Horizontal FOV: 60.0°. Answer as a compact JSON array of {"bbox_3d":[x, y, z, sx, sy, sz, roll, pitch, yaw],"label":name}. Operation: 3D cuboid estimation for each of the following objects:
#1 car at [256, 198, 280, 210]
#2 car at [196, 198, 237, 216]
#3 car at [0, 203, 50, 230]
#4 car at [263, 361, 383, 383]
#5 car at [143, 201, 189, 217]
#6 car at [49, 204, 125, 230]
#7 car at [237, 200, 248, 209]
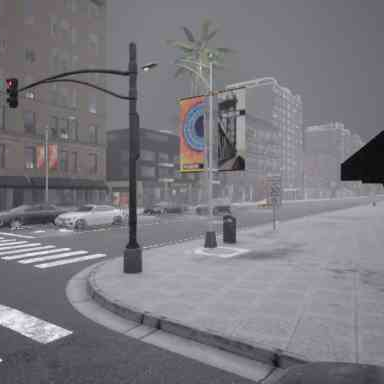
[{"bbox_3d":[10.428,1.555,45.319,1.882,1.535,5.008,0,0,36],"label":"car"},{"bbox_3d":[2.296,1.397,33.845,2.097,1.767,4.553,0,0,35],"label":"car"},{"bbox_3d":[-10.382,1.517,21.505,1.837,1.490,4.892,0,0,35],"label":"car"},{"bbox_3d":[2.187,1.551,1.288,4.403,1.369,2.008,0,0,35],"label":"car"},{"bbox_3d":[-2.433,1.582,32.775,2.033,1.411,5.357,0,0,35],"label":"car"},{"bbox_3d":[-6.411,1.544,21.492,1.812,1.442,4.674,0,0,35],"label":"car"},{"bbox_3d":[5.581,1.665,44.118,1.895,1.301,4.718,0,0,36],"label":"car"}]
